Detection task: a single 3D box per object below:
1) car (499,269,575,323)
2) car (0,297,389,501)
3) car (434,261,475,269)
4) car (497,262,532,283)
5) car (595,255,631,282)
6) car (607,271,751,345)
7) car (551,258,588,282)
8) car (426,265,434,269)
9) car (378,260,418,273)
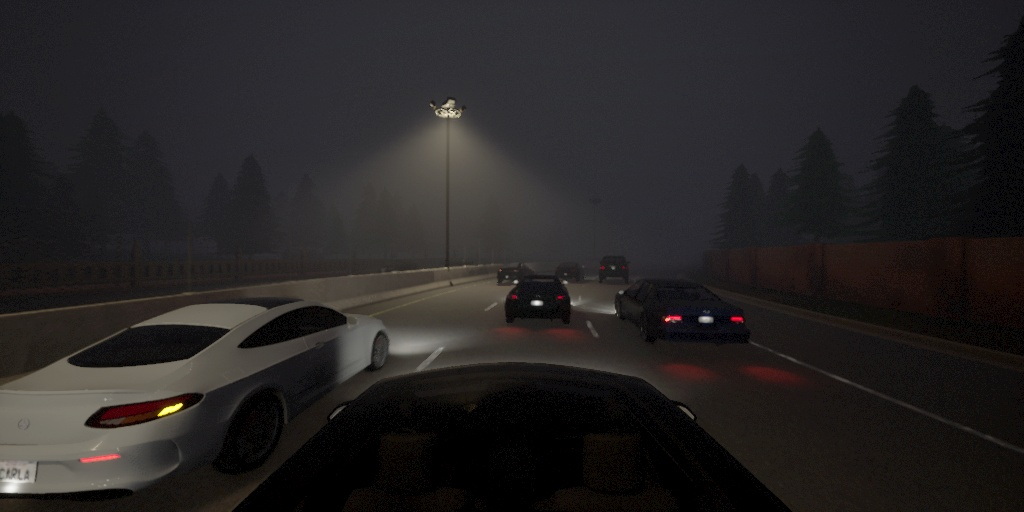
[{"bbox_3d":[0.959,1.303,12.166,1.994,1.385,4.181,0,0,7],"label":"car"},{"bbox_3d":[-3.214,1.259,4.678,1.812,1.442,4.674,0,0,2],"label":"car"},{"bbox_3d":[-5.017,1.190,33.611,1.837,1.490,4.892,0,0,19],"label":"car"},{"bbox_3d":[0.322,1.208,26.589,2.128,1.511,4.902,0,0,16],"label":"car"},{"bbox_3d":[8.086,0.966,28.263,2.150,2.045,5.566,0,0,18],"label":"car"},{"bbox_3d":[4.091,1.303,9.584,2.033,1.411,5.357,0,0,6],"label":"car"},{"bbox_3d":[4.786,1.208,29.310,1.882,1.535,5.008,0,0,18],"label":"car"},{"bbox_3d":[-7.096,1.218,38.338,2.033,1.411,5.357,0,0,21],"label":"car"},{"bbox_3d":[-11.467,1.147,36.342,2.128,1.511,4.902,0,0,19],"label":"car"}]
